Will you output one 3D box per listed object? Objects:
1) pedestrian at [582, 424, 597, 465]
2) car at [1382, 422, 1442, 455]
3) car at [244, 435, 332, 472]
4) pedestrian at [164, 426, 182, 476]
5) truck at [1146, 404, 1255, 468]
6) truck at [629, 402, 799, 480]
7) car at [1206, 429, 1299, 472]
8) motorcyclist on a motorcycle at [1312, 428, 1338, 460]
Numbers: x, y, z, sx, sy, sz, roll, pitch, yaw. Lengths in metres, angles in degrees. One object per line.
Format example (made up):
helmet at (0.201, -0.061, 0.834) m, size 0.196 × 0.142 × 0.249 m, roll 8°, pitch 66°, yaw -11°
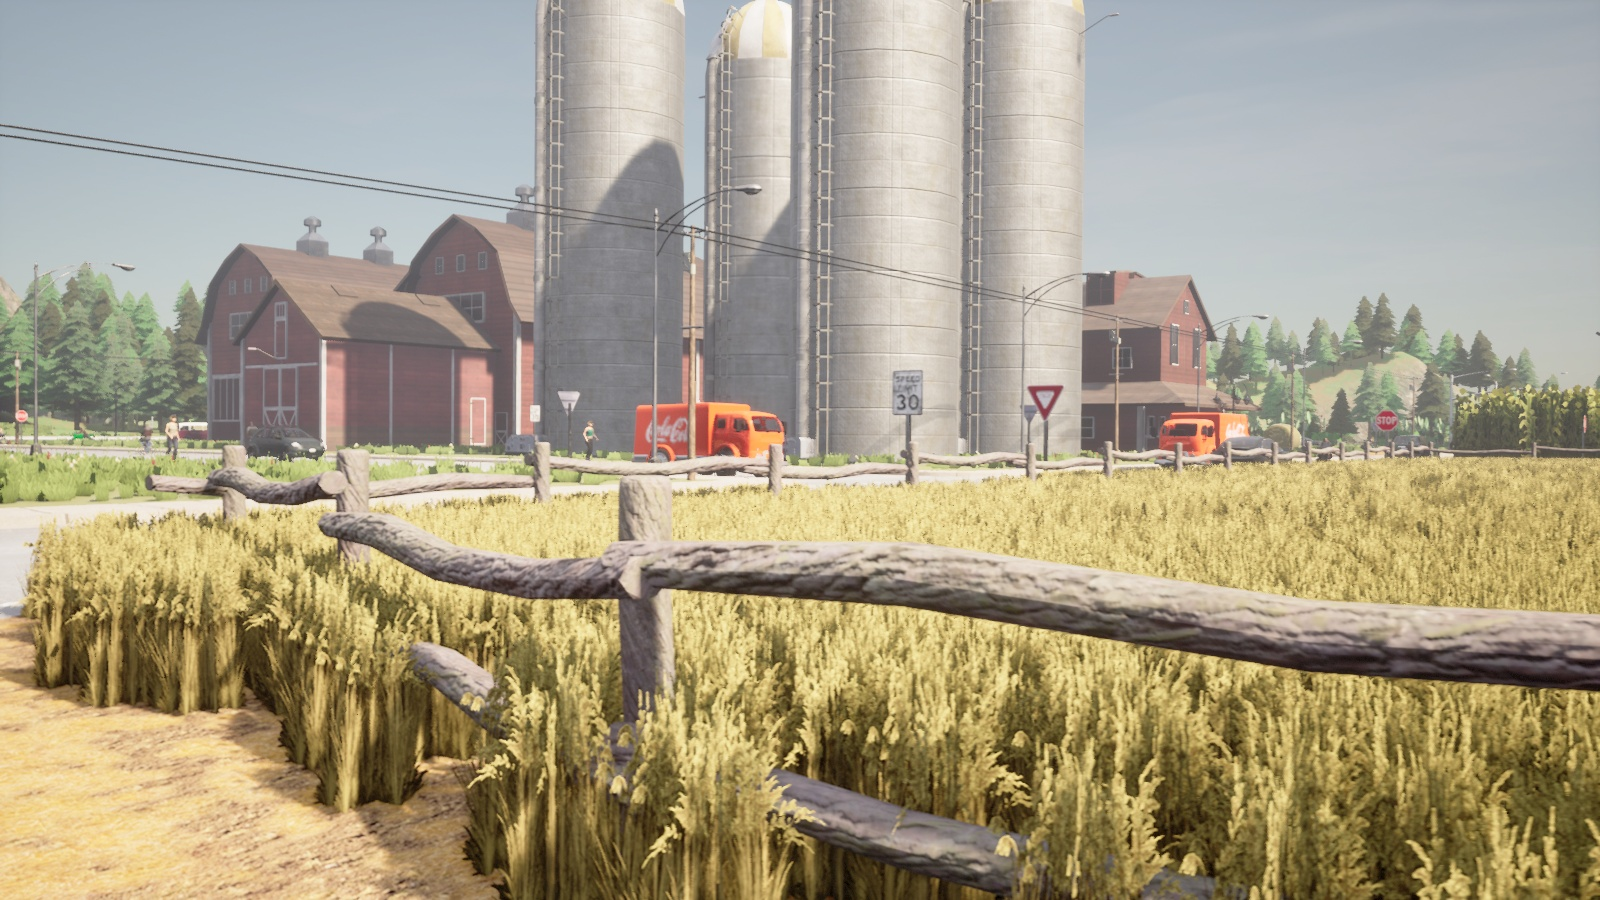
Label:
pedestrian at (-9.374, -0.242, 55.970) m, size 0.594 × 1.836 × 0.345 m, roll 0°, pitch 1°, yaw 40°
car at (33.479, -0.637, 68.614) m, size 2.097 × 1.767 × 4.553 m, roll 0°, pitch 1°, yaw 37°
car at (-23.153, 0.130, 56.750) m, size 3.988 × 1.617 × 1.851 m, roll 0°, pitch 1°, yaw 36°
pedestrian at (-23.233, 0.021, 46.516) m, size 0.594 × 1.836 × 0.345 m, roll 0°, pitch 1°, yaw 35°
truck at (16.557, -0.593, 51.789) m, size 2.627 × 2.467 × 5.204 m, roll 0°, pitch 1°, yaw 38°
truck at (-2.914, -0.258, 41.966) m, size 5.204 × 2.467 × 2.627 m, roll -1°, pitch 0°, yaw 38°
car at (16.701, -0.030, 46.190) m, size 1.837 × 1.490 × 4.892 m, roll 0°, pitch 1°, yaw 37°
motorcyclist on a motorcycle at (25.940, -0.299, 62.051) m, size 0.866 × 1.530 × 2.191 m, roll 0°, pitch 1°, yaw 15°
